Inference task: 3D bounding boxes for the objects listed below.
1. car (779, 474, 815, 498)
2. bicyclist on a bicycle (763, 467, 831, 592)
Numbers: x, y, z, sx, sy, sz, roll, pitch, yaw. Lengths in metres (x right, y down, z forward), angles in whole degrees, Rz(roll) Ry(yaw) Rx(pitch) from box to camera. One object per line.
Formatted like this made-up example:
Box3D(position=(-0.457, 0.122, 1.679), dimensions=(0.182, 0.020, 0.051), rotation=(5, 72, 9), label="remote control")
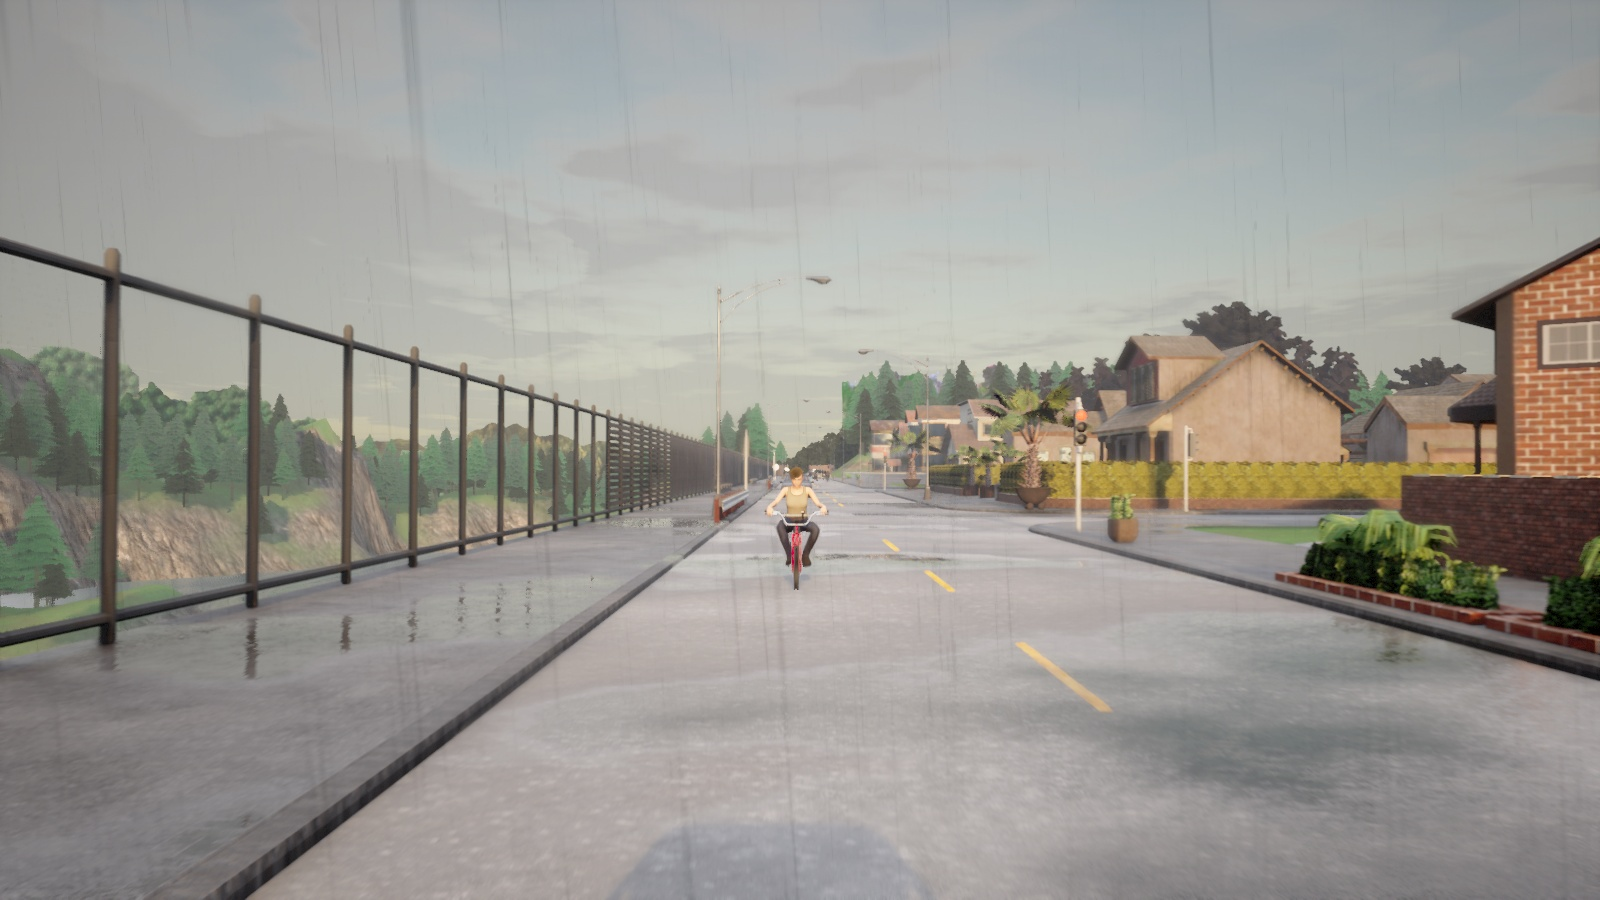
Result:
Box3D(position=(-0.175, 2.111, 74.556), dimensions=(2.033, 1.411, 5.357), rotation=(0, -1, 0), label="car")
Box3D(position=(-0.036, 1.035, 16.936), dimensions=(0.866, 1.612, 1.509), rotation=(0, -1, 0), label="bicyclist on a bicycle")
